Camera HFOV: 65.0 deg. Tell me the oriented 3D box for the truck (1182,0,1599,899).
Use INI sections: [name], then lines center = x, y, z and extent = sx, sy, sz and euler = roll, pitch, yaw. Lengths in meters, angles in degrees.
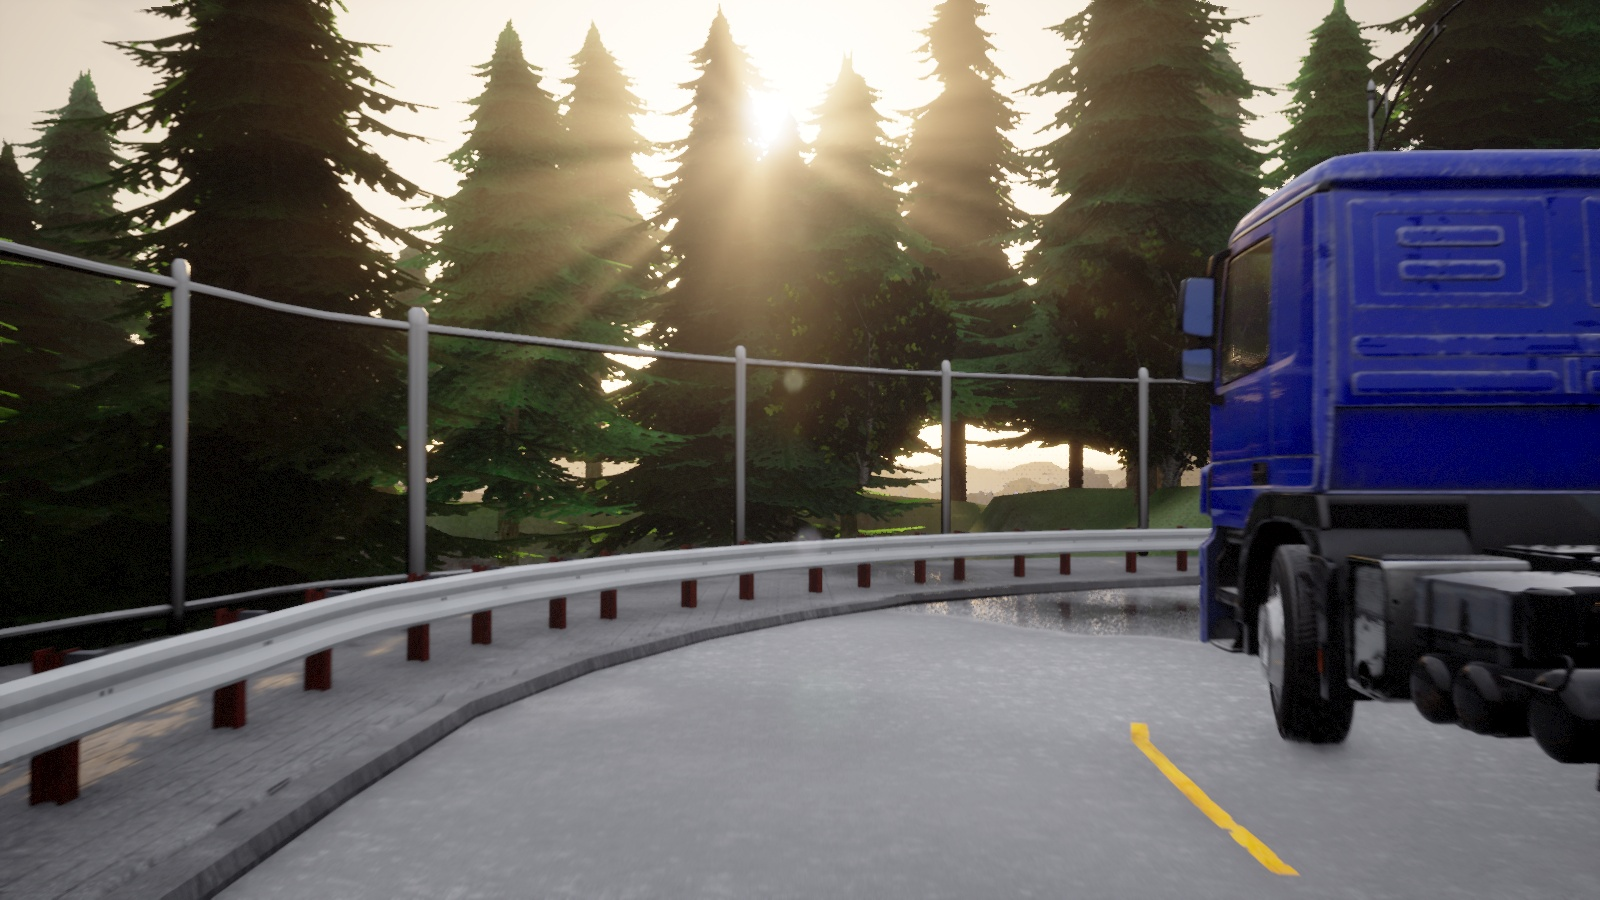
[truck]
center = 4.086, -0.096, 5.139
extent = 2.891, 3.462, 7.936
euler = 0, -1, 2
